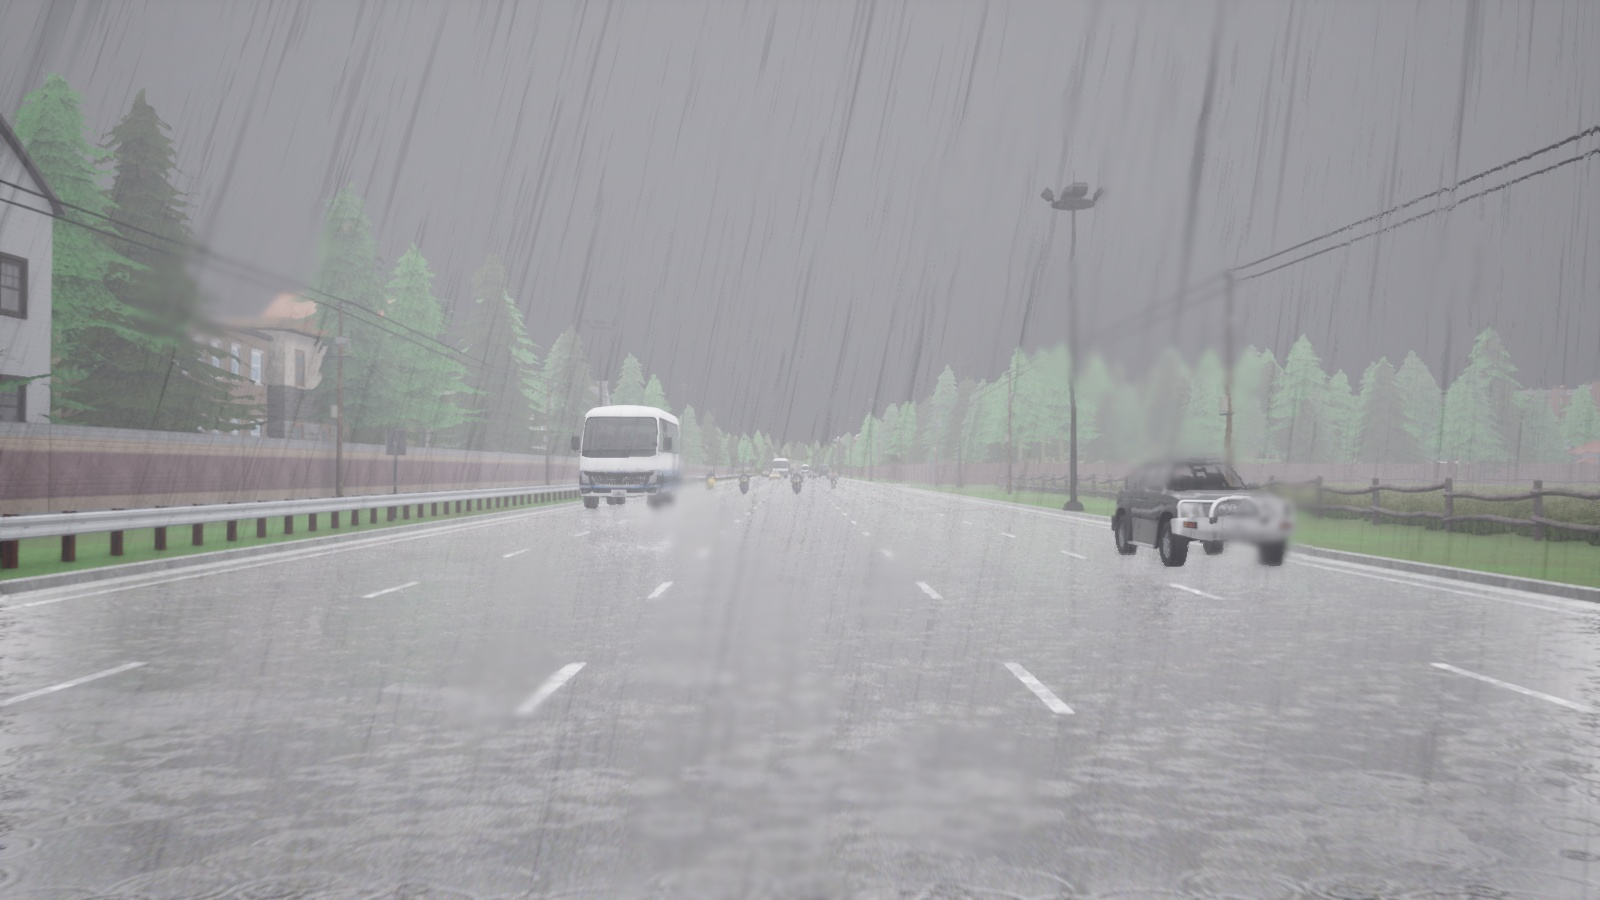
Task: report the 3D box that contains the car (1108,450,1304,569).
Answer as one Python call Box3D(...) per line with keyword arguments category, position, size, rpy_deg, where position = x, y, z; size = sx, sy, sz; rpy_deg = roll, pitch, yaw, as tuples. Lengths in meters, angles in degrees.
Box3D(category="car", position=(6.946, 0.972, 22.038), size=(1.932, 1.855, 4.605), rpy_deg=(0, -1, 0))

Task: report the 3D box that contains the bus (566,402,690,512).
Box3D(category="bus", position=(-7.135, 0.368, 53.857), size=(3.944, 4.253, 10.273), rpy_deg=(0, -1, 0))
